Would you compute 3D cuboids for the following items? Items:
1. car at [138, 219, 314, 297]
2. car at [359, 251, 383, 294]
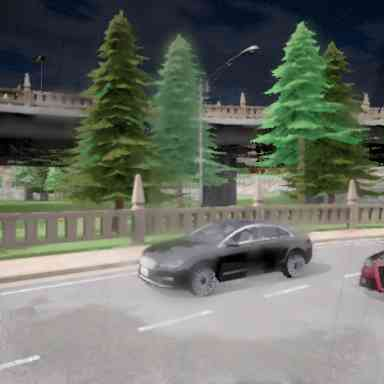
[{"bbox_3d":[1.042,1.494,8.631,4.902,1.511,2.128,0,0,-32],"label":"car"},{"bbox_3d":[5.716,1.567,7.434,4.181,1.385,1.994,0,0,-30],"label":"car"}]
